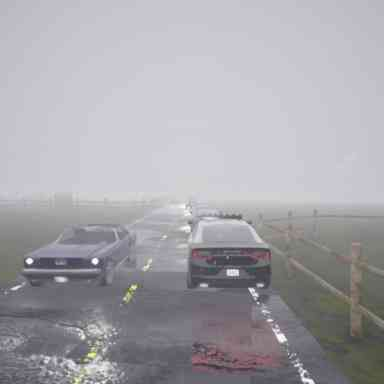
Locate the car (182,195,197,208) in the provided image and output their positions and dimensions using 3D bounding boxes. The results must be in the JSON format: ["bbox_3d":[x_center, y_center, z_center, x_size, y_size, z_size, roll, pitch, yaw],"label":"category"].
[{"bbox_3d":[0.039,1.540,45.761,2.033,1.411,5.357,0,0,1],"label":"car"}]

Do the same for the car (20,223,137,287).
[{"bbox_3d":[-2.847,1.600,9.447,1.895,1.301,4.718,0,0,0],"label":"car"}]

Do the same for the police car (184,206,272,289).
[{"bbox_3d":[0.826,1.424,9.319,1.930,1.638,5.238,0,0,0],"label":"police car"}]

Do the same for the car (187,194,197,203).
[{"bbox_3d":[0.018,1.336,66.929,2.097,1.767,4.553,0,0,0],"label":"car"}]

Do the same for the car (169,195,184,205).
[{"bbox_3d":[-2.735,1.553,56.537,1.994,1.385,4.181,0,0,0],"label":"car"}]

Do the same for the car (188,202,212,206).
[{"bbox_3d":[0.829,1.523,19.209,1.812,1.442,4.674,0,0,0],"label":"car"}]

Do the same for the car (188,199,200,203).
[{"bbox_3d":[0.830,1.523,25.209,1.812,1.442,4.674,0,0,0],"label":"car"}]
